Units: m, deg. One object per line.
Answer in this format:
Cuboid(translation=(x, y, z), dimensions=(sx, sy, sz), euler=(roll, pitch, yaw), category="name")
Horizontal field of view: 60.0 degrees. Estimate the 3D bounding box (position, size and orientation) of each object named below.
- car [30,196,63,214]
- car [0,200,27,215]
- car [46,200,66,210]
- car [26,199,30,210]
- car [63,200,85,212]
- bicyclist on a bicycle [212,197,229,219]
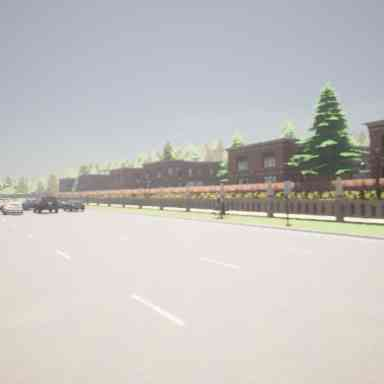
Cuboid(translation=(-17.959, 1.557, 40.862), dimensions=(2.150, 2.045, 5.566), euler=(-1, 0, -34), category="car")
Cuboid(translation=(-21.138, 1.936, 39.321), dimensions=(1.812, 1.442, 4.674), euler=(-1, 0, -34), category="car")
Cuboid(translation=(-21.067, 1.952, 51.477), dimensions=(1.994, 1.385, 4.181), euler=(-1, 0, -35), category="car")
Cuboid(translation=(-23.938, 1.808, 49.468), dimensions=(2.097, 1.767, 4.553), euler=(-1, 0, -35), category="car")
Cuboid(translation=(-15.373, 1.765, 43.287), dimensions=(2.128, 1.511, 4.902), euler=(-1, 0, -34), category="car")
Cuboid(translation=(2.129, 1.211, 24.920), dimensions=(1.656, 1.620, 0.582), euler=(-2, 0, -35), category="bicyclist on a bicycle")
